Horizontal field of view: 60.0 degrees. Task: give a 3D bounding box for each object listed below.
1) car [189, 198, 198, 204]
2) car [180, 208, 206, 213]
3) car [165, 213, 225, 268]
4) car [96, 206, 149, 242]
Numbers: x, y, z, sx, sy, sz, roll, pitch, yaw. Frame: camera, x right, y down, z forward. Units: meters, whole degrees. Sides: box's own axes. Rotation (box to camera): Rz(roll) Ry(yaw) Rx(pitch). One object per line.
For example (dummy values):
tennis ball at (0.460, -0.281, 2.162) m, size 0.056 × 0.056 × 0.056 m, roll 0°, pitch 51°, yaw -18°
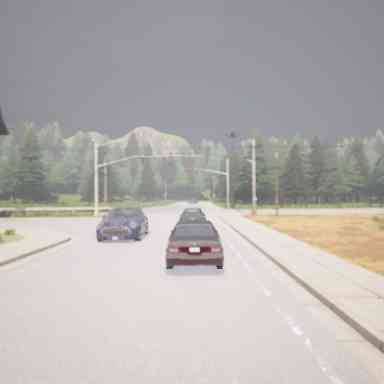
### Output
car at (0.230, 2.429, 84.886) m, size 1.994 × 1.385 × 4.181 m, roll -1°, pitch -1°, yaw 2°
car at (0.073, 1.830, 24.196) m, size 1.994 × 1.385 × 4.181 m, roll 0°, pitch 0°, yaw 1°
car at (0.084, 1.689, 11.794) m, size 2.033 × 1.411 × 5.357 m, roll -1°, pitch -1°, yaw 0°
car at (-3.584, 1.590, 17.775) m, size 2.097 × 1.767 × 4.553 m, roll -1°, pitch -1°, yaw 0°
